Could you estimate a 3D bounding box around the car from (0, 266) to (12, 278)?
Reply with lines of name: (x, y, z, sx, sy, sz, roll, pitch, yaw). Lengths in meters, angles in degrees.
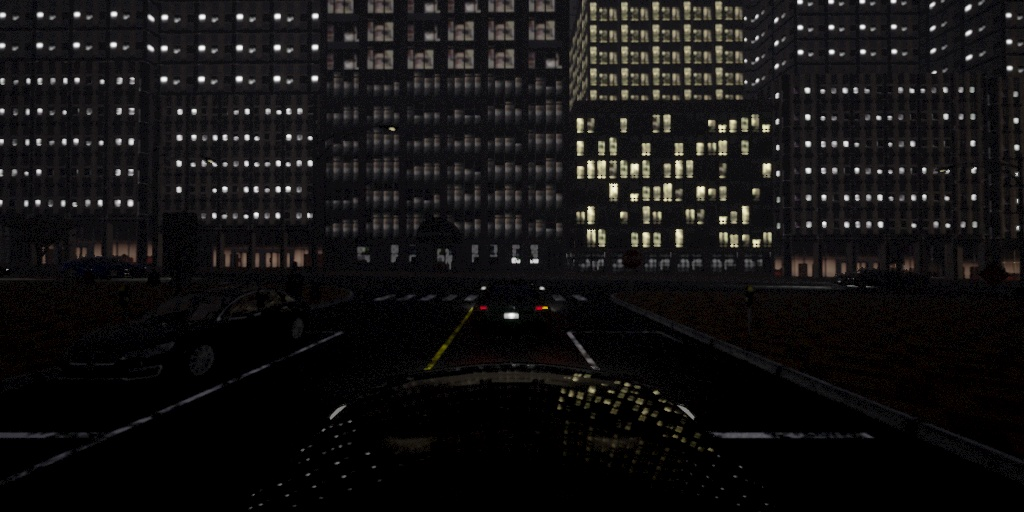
car: (-36.253, 0.765, 23.332, 5.357, 1.411, 2.033, 1, -1, 1)

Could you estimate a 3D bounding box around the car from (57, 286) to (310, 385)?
car: (-5.818, 1.320, 7.122, 2.007, 1.370, 4.403, 0, 0, 0)

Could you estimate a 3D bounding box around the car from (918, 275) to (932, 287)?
car: (34.413, 2.044, 32.393, 5.357, 1.411, 2.033, 1, -1, 1)

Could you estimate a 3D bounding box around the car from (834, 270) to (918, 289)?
car: (29.174, 1.858, 29.213, 4.902, 1.511, 2.128, 1, -1, 1)

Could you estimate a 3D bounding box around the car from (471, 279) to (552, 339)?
car: (0.020, 1.346, 10.232, 1.994, 1.385, 4.181, 0, 0, 1)

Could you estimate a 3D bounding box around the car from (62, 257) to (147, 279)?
car: (-30.010, 0.840, 26.503, 5.008, 1.535, 1.882, 1, -1, 1)

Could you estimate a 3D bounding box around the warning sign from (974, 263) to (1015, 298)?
warning sign: (26.597, 1.312, 19.789, 1.060, 1.860, 1.300, 0, 0, 1)
